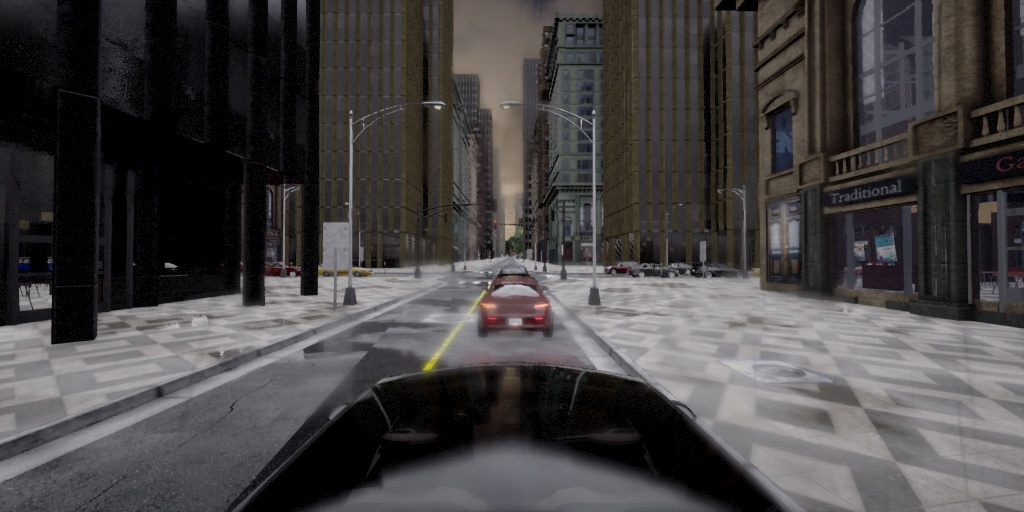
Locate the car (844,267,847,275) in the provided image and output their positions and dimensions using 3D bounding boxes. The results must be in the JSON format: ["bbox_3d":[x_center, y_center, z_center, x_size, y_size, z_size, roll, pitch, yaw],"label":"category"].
[{"bbox_3d":[34.989,1.561,39.997,4.207,1.307,1.802,0,0,0],"label":"car"}]

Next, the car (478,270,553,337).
[{"bbox_3d":[0.088,1.278,10.141,1.812,1.442,4.674,0,0,0],"label":"car"}]

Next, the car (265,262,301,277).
[{"bbox_3d":[-20.073,1.195,31.268,4.507,1.381,1.888,0,0,0],"label":"car"}]

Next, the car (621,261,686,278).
[{"bbox_3d":[12.316,1.294,31.389,4.403,1.370,2.007,0,0,0],"label":"car"}]

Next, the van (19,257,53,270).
[{"bbox_3d":[-41.274,0.956,31.188,3.998,1.789,1.690,0,0,0],"label":"van"}]

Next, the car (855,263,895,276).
[{"bbox_3d":[40.656,1.455,40.018,4.097,1.591,1.967,0,0,0],"label":"car"}]

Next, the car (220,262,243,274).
[{"bbox_3d":[-30.973,1.305,39.751,4.507,1.381,1.888,0,0,0],"label":"car"}]

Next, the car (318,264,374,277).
[{"bbox_3d":[-14.603,1.188,31.288,4.829,1.417,1.751,0,0,0],"label":"car"}]

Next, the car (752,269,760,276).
[{"bbox_3d":[23.823,1.314,31.431,4.829,1.417,1.751,0,0,0],"label":"car"}]

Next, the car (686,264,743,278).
[{"bbox_3d":[17.986,1.330,31.410,4.313,1.339,1.948,0,0,0],"label":"car"}]

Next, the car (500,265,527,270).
[{"bbox_3d":[0.092,1.247,19.394,2.128,1.511,4.902,0,0,0],"label":"car"}]

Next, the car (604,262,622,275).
[{"bbox_3d":[12.315,1.313,39.913,4.097,1.591,1.967,0,0,0],"label":"car"}]

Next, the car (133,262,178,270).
[{"bbox_3d":[-30.673,1.196,31.228,4.313,1.339,1.948,0,0,0],"label":"car"}]
